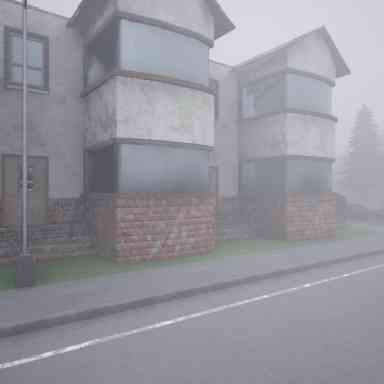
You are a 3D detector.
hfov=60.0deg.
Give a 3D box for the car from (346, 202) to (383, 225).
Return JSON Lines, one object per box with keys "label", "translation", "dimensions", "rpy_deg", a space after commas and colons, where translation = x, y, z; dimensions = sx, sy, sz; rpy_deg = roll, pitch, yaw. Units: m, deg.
{"label": "car", "translation": [12.275, 1.505, 24.226], "dimensions": [1.837, 1.490, 4.892], "rpy_deg": [0, 0, -35]}
